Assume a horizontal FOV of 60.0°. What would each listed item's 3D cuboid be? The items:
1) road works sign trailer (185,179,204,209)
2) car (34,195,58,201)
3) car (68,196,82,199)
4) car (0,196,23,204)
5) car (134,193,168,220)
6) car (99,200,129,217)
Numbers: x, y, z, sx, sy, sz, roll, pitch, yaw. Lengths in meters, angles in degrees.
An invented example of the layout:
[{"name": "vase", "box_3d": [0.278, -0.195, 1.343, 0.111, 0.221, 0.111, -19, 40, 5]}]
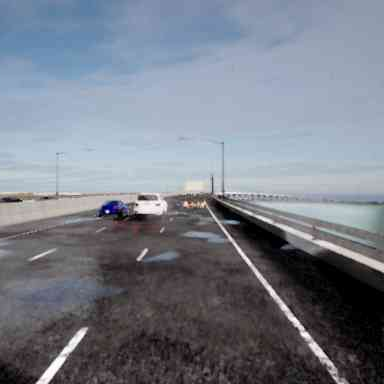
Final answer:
[{"name": "road works sign trailer", "box_3d": [0.305, 0.262, 40.665, 2.380, 3.560, 2.880, 0, 0, 1]}, {"name": "car", "box_3d": [-20.650, 1.273, 47.173, 1.837, 1.490, 4.892, 0, 0, 1]}, {"name": "car", "box_3d": [-17.118, 1.322, 48.843, 1.994, 1.385, 4.181, 0, 0, 1]}, {"name": "car", "box_3d": [-24.223, 1.263, 43.650, 1.882, 1.535, 5.008, 0, 0, 1]}, {"name": "car", "box_3d": [-3.258, 1.089, 26.941, 2.150, 2.045, 5.566, 0, 0, 1]}, {"name": "car", "box_3d": [-6.737, 1.384, 28.860, 1.812, 1.442, 4.674, 0, 0, 1]}]
